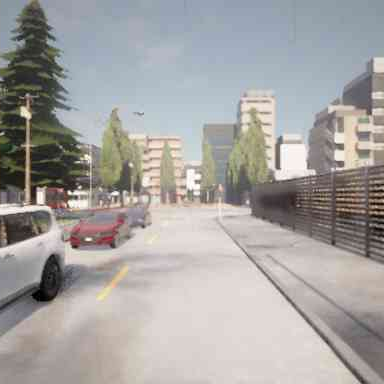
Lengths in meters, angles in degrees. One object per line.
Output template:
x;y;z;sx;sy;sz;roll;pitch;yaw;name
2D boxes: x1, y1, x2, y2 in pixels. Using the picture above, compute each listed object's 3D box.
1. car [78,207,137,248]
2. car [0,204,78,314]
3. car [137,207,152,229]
-4.070;1.620;15.657;1.882;1.535;5.008;0;-1;0;car
-4.073;1.273;5.652;2.150;2.045;5.566;0;-1;1;car
-4.002;1.769;23.980;2.033;1.411;5.357;0;-1;0;car
